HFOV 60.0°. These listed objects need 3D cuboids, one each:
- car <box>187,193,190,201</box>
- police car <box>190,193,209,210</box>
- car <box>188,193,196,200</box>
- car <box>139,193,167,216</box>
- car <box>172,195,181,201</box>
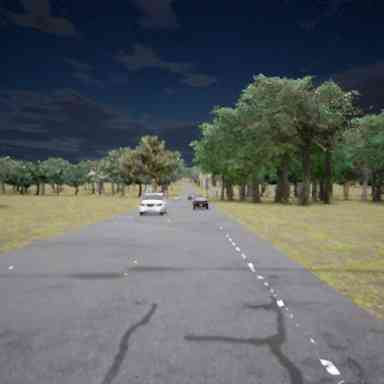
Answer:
[{"bbox_3d":[0.031,1.032,75.297,2.097,1.767,4.553,0,0,0],"label":"car"},{"bbox_3d":[1.067,1.291,41.426,1.930,1.638,5.238,0,0,0],"label":"police car"},{"bbox_3d":[0.037,1.128,90.838,2.097,1.767,4.553,0,0,0],"label":"car"},{"bbox_3d":[-3.579,1.107,31.395,2.150,2.045,5.566,0,0,0],"label":"car"},{"bbox_3d":[-3.470,1.388,74.093,1.895,1.301,4.718,0,0,0],"label":"car"}]
